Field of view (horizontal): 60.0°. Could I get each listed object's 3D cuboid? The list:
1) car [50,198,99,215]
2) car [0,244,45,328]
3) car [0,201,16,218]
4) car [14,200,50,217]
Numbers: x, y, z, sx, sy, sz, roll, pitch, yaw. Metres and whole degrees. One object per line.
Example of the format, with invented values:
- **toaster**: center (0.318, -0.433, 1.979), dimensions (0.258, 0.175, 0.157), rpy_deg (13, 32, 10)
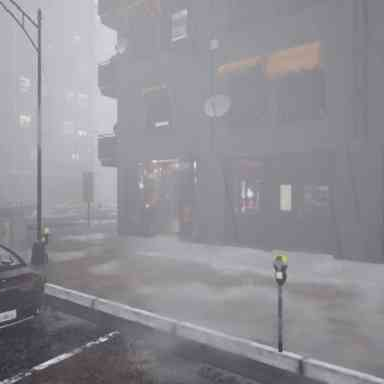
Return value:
- **car**: center (-10.856, 1.247, 30.498), dimensions (1.752, 1.417, 4.829), rpy_deg (1, 1, 35)
- **car**: center (-4.433, 1.551, 6.049), dimensions (4.403, 1.369, 2.008), rpy_deg (0, 0, 36)
- **car**: center (-14.410, 1.461, 21.460), dimensions (1.895, 1.301, 4.718), rpy_deg (0, 1, 40)
- **car**: center (-13.955, 1.348, 26.079), dimensions (2.008, 1.369, 4.403), rpy_deg (1, 1, 35)
